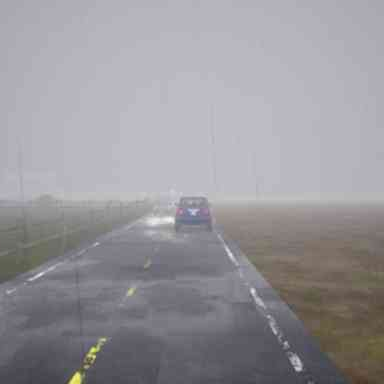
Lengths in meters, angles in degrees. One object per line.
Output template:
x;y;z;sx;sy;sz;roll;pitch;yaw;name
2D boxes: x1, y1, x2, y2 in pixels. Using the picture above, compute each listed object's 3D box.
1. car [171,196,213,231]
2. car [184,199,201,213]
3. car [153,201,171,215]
0.089;1.228;20.632;2.150;2.045;5.566;0;0;0;car
0.098;1.547;37.773;1.812;1.442;4.674;0;0;0;car
-2.841;1.618;33.819;1.895;1.301;4.718;0;0;0;car
